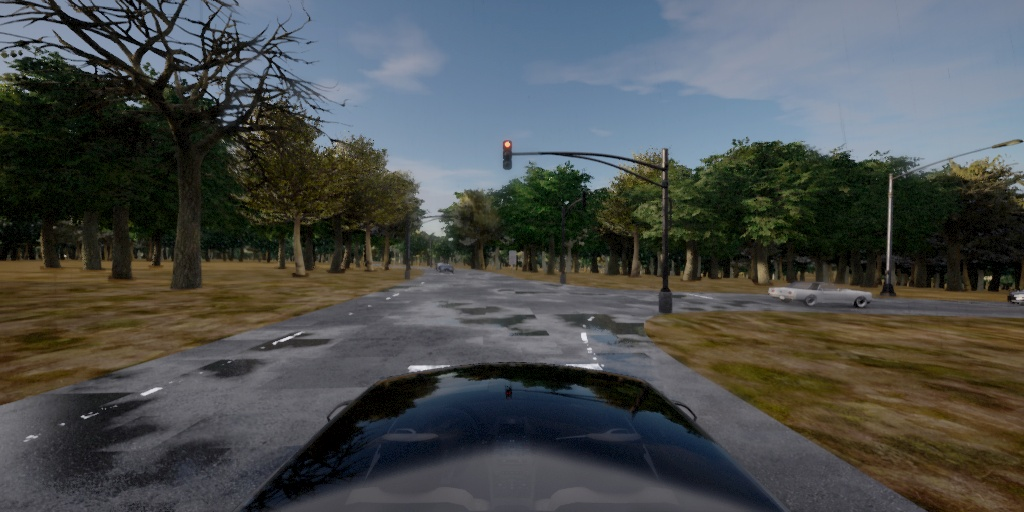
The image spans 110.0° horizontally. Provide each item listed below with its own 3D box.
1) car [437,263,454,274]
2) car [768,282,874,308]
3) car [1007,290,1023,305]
[{"bbox_3d":[-9.329,1.797,51.088,1.994,1.385,4.181,0,-1,-12],"label":"car"},{"bbox_3d":[17.436,2.146,20.297,4.718,1.301,1.895,2,0,-3],"label":"car"},{"bbox_3d":[37.760,2.815,25.051,4.902,1.511,2.128,2,0,-3],"label":"car"}]
